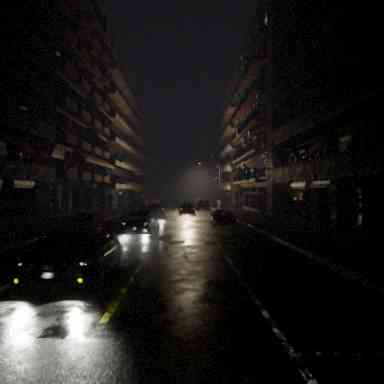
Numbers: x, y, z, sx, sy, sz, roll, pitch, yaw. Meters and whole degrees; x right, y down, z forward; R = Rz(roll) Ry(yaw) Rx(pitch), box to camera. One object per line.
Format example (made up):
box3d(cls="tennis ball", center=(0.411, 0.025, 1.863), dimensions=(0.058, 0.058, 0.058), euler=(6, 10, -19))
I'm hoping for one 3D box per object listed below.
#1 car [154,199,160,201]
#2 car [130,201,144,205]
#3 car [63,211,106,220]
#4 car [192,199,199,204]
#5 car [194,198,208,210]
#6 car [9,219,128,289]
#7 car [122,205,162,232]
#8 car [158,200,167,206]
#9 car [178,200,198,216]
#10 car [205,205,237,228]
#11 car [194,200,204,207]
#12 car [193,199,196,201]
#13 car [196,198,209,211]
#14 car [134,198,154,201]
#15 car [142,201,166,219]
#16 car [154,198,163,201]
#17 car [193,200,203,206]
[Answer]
box3d(cls="car", center=(-6.645, 2.211, 52.434), dimensions=(1.887, 1.381, 4.507), euler=(-1, -1, -1))
box3d(cls="car", center=(-6.330, 1.979, 35.274), dimensions=(1.752, 1.417, 4.829), euler=(-1, -1, -1))
box3d(cls="car", center=(-6.021, 1.788, 18.455), dimensions=(1.887, 1.381, 4.507), euler=(-1, -1, -1))
box3d(cls="car", center=(1.008, 2.695, 92.288), dimensions=(1.947, 1.339, 4.313), euler=(-1, -1, -1))
box3d(cls="car", center=(1.592, 2.044, 58.313), dimensions=(2.192, 1.841, 5.009), euler=(-1, -1, -1))
box3d(cls="car", center=(-3.253, 1.690, 9.391), dimensions=(1.994, 1.385, 4.181), euler=(0, -1, -1))
box3d(cls="car", center=(-3.480, 1.841, 22.638), dimensions=(2.033, 1.411, 5.357), euler=(0, -1, -1))
box3d(cls="car", center=(-7.164, 2.569, 80.751), dimensions=(1.947, 1.339, 4.313), euler=(-1, -1, -1))
box3d(cls="car", center=(-0.577, 2.013, 38.479), dimensions=(1.812, 1.442, 4.674), euler=(0, -1, -1))
box3d(cls="car", center=(2.221, 1.890, 24.331), dimensions=(1.802, 1.307, 4.206), euler=(-1, -1, -1))
box3d(cls="car", center=(1.388, 2.409, 69.636), dimensions=(1.887, 1.381, 4.507), euler=(-1, -1, -1))
box3d(cls="car", center=(-0.767, 2.116, 48.442), dimensions=(1.837, 1.490, 4.892), euler=(0, -1, -1))
box3d(cls="car", center=(1.696, 1.975, 52.649), dimensions=(2.192, 1.841, 5.009), euler=(-1, -1, -1))
box3d(cls="car", center=(-6.441, 1.842, 41.110), dimensions=(2.192, 1.841, 5.009), euler=(-1, -1, -1))
box3d(cls="car", center=(-3.706, 1.943, 34.320), dimensions=(1.837, 1.490, 4.892), euler=(0, 0, -1))
box3d(cls="car", center=(-6.753, 2.050, 58.099), dimensions=(2.192, 1.841, 5.009), euler=(-1, -1, -1))
box3d(cls="car", center=(1.290, 2.497, 75.299), dimensions=(1.947, 1.339, 4.313), euler=(-1, -1, -1))
